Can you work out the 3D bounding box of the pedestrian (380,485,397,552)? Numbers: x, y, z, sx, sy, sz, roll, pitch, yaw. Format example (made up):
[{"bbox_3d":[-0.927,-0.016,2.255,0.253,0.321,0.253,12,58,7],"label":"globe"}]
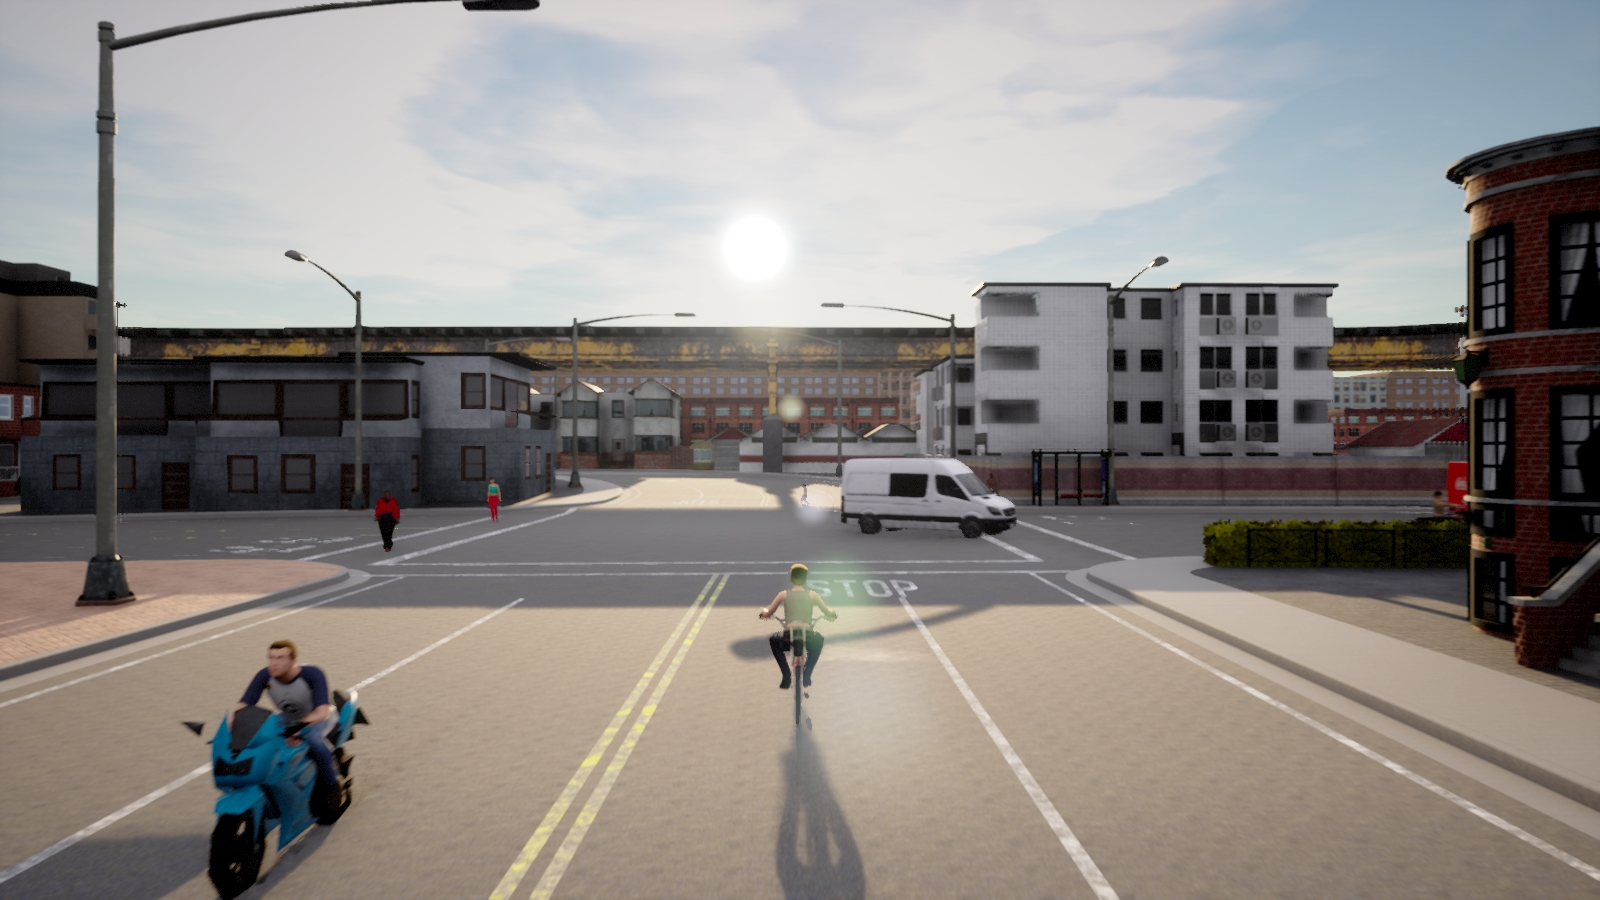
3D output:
[{"bbox_3d":[-11.485,1.904,31.911,0.375,1.860,0.375,0,0,-7],"label":"pedestrian"}]

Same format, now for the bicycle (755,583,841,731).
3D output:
[{"bbox_3d":[-0.016,2.149,12.141,0.859,1.301,1.487,0,0,0],"label":"bicycle"}]

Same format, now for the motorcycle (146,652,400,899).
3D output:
[{"bbox_3d":[-3.504,2.176,7.839,0.803,1.224,2.033,0,0,0],"label":"motorcycle"}]

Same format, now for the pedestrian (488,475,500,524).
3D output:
[{"bbox_3d":[-11.875,1.913,44.367,0.375,1.860,0.375,0,0,0],"label":"pedestrian"}]

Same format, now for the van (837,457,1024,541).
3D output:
[{"bbox_3d":[4.296,1.558,38.117,5.915,2.561,1.988,0,1,32],"label":"van"}]

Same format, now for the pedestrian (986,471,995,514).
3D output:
[{"bbox_3d":[8.406,1.864,50.299,0.375,1.860,0.375,0,0,7],"label":"pedestrian"}]

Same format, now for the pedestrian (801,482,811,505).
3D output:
[{"bbox_3d":[0.291,2.112,55.091,0.500,1.100,0.500,0,0,2],"label":"pedestrian"}]
